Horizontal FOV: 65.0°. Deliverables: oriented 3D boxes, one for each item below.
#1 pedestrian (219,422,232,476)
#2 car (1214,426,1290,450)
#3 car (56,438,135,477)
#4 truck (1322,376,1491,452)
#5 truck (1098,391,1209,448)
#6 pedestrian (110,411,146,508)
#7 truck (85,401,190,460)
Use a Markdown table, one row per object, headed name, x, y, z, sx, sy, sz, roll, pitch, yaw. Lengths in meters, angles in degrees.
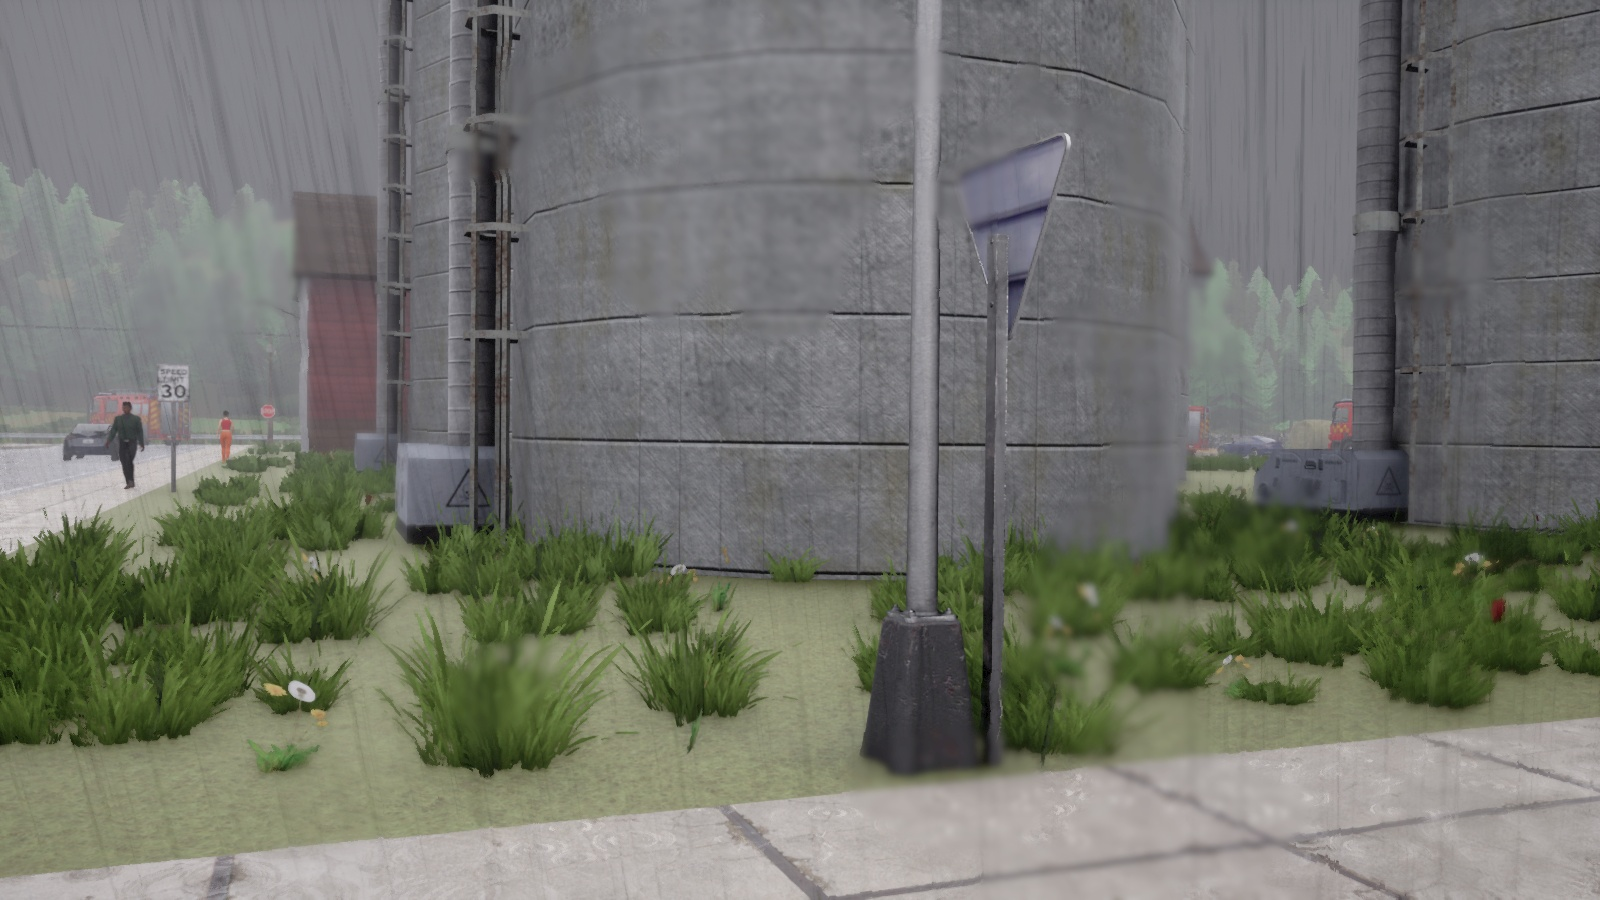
| name | x | y | z | sx | sy | sz | roll | pitch | yaw |
| --- | --- | --- | --- | --- | --- | --- | --- | --- | --- |
| pedestrian | -19.777 | -0.038 | 43.233 | 0.345 | 1.836 | 0.594 | -1 | 1 | -24 |
| car | 28.201 | -0.784 | 78.468 | 1.812 | 1.442 | 4.674 | -1 | 1 | -21 |
| car | -28.658 | 0.274 | 51.239 | 2.163 | 1.488 | 4.792 | -1 | 1 | -22 |
| truck | 32.461 | -1.861 | 67.720 | 2.891 | 3.827 | 8.468 | 0 | 1 | -22 |
| truck | 24.537 | -2.088 | 87.621 | 2.891 | 3.827 | 8.468 | -1 | 1 | -22 |
| pedestrian | -13.765 | 0.183 | 25.737 | 0.423 | 1.949 | 0.788 | -1 | 1 | -14 |
| truck | -45.066 | -1.269 | 85.309 | 8.468 | 3.827 | 2.891 | 0 | 1 | 36 |
